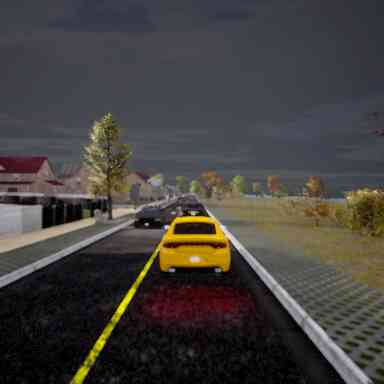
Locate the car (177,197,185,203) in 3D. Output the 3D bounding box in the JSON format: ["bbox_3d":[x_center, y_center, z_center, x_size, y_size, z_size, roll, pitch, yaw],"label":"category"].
[{"bbox_3d":[-2.739,1.926,82.685,1.812,1.442,4.674,0,0,0],"label":"car"}]

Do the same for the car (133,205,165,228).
[{"bbox_3d":[-2.831,1.663,23.502,2.033,1.411,5.357,0,0,0],"label":"car"}]

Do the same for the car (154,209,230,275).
[{"bbox_3d":[0.091,1.530,10.688,1.882,1.535,5.008,0,0,0],"label":"car"}]

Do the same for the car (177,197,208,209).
[{"bbox_3d":[0.085,1.468,23.736,2.097,1.767,4.553,0,0,0],"label":"car"}]
